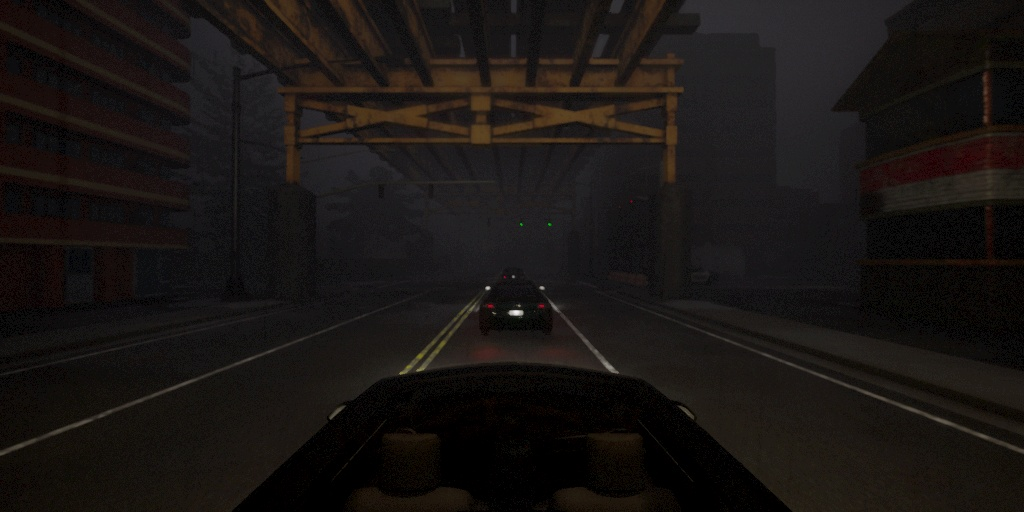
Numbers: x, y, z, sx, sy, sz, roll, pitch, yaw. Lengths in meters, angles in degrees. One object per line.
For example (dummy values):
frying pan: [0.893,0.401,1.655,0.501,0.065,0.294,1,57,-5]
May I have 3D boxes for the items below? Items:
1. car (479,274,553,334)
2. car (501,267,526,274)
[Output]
car: [0.098,1.411,10.986,1.994,1.385,4.181,0,-1,0]
car: [0.092,1.567,27.947,2.033,1.411,5.357,0,-1,0]
